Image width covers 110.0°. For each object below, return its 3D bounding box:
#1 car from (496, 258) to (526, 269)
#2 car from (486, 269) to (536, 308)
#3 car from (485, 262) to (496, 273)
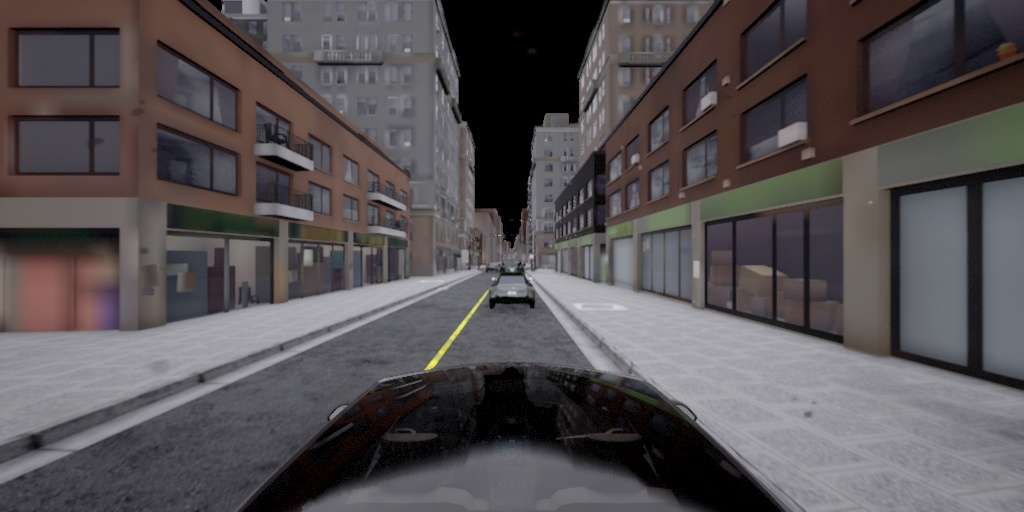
[{"bbox_3d":[0.005,1.233,30.858,2.150,2.045,5.566,0,0,0],"label":"car"},{"bbox_3d":[0.006,1.448,16.155,1.994,1.385,4.181,0,0,0],"label":"car"},{"bbox_3d":[-2.994,1.729,54.288,1.837,1.490,4.892,0,-1,0],"label":"car"}]
